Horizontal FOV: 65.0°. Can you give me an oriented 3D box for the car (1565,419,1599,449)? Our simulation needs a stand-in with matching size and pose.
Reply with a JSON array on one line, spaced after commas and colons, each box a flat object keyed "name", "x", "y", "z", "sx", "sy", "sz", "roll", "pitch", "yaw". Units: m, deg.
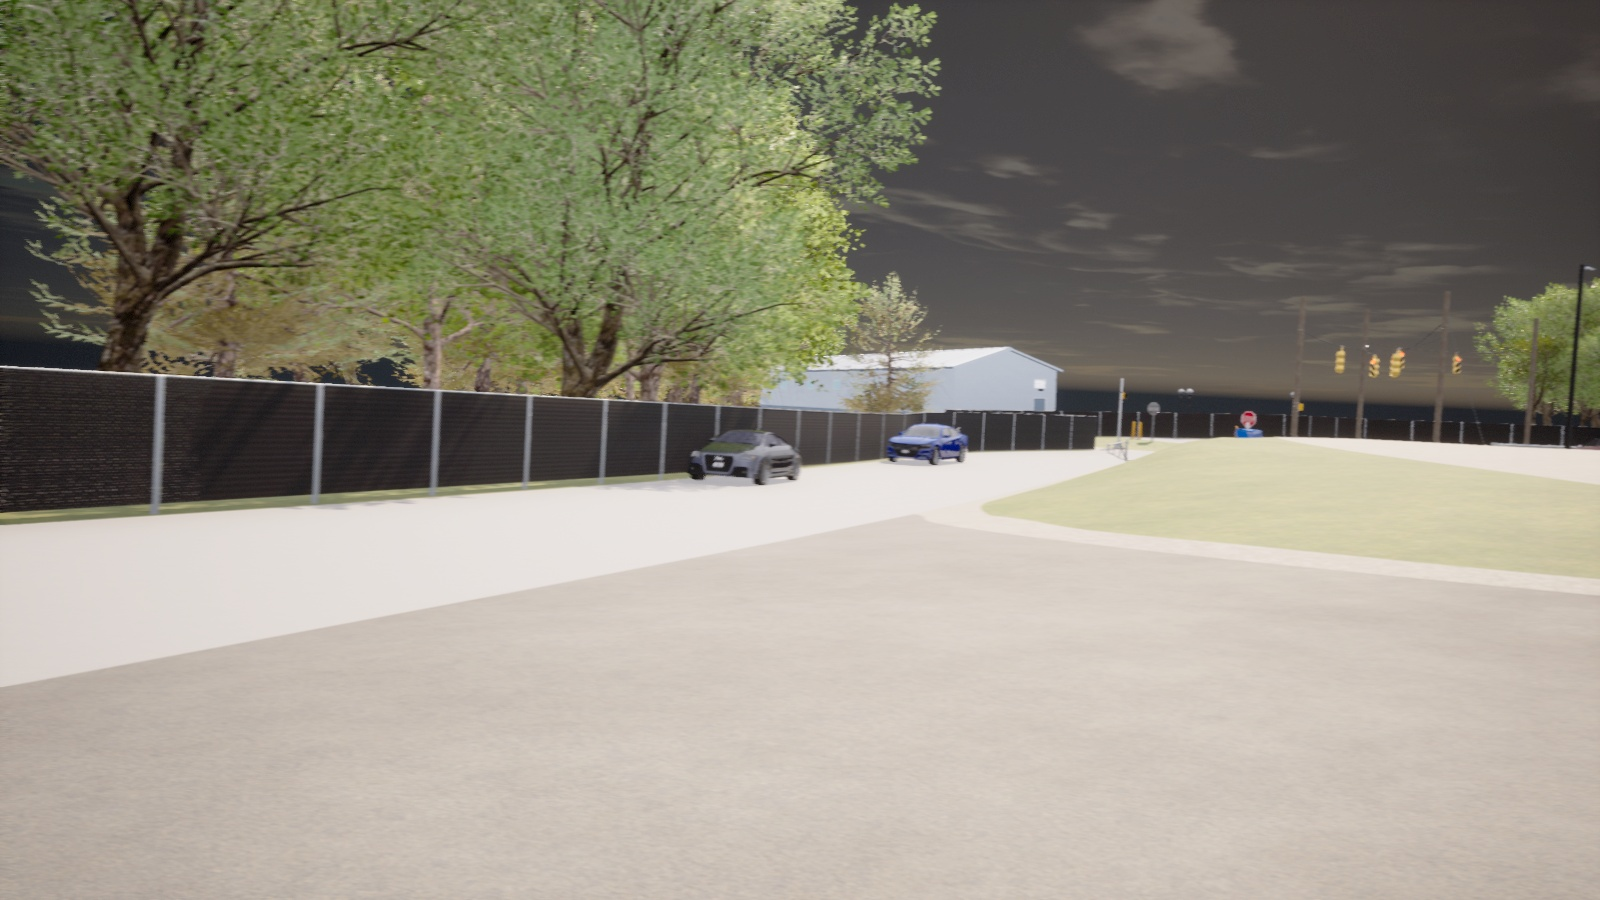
[{"name": "car", "x": 42.487, "y": -0.839, "z": 65.829, "sx": 2.007, "sy": 1.525, "sz": 4.514, "roll": 1, "pitch": 0, "yaw": 0}]

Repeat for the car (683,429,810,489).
[{"name": "car", "x": -1.359, "y": 0.184, "z": 33.801, "sx": 1.994, "sy": 1.385, "sz": 4.181, "roll": 3, "pitch": 2, "yaw": 19}]

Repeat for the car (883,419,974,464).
[{"name": "car", "x": 5.064, "y": -0.387, "z": 48.843, "sx": 1.882, "sy": 1.535, "sz": 5.008, "roll": 3, "pitch": 3, "yaw": 26}]
